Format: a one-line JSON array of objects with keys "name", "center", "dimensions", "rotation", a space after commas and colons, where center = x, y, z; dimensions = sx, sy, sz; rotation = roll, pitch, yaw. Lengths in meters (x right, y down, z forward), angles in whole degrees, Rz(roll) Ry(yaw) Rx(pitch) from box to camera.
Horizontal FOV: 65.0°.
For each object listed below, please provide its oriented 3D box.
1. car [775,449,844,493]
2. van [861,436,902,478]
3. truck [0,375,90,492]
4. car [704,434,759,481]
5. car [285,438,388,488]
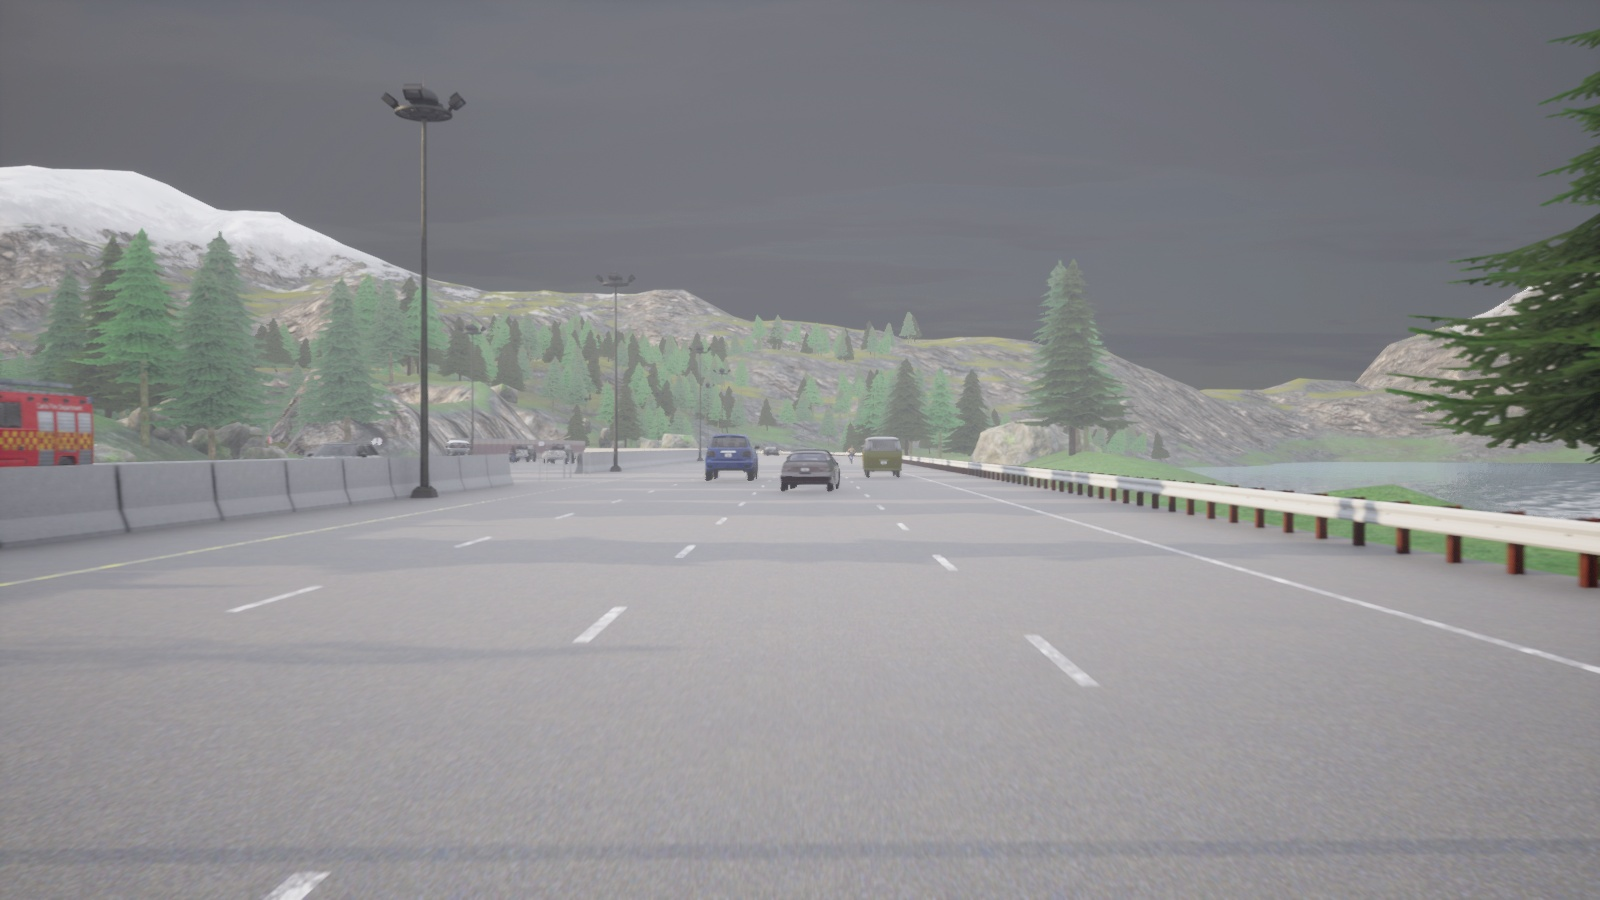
[{"name": "car", "center": [0.391, 0.675, 43.513], "dimensions": [2.033, 1.411, 5.357], "rotation": [0, 0, 4]}, {"name": "van", "center": [3.991, 0.333, 61.827], "dimensions": [1.775, 1.987, 4.442], "rotation": [0, 0, 0]}, {"name": "truck", "center": [-27.676, -0.556, 42.107], "dimensions": [2.891, 3.827, 8.468], "rotation": [0, 0, 1]}, {"name": "car", "center": [-3.051, 0.307, 56.862], "dimensions": [2.150, 2.045, 5.566], "rotation": [0, 0, 0]}, {"name": "car", "center": [-17.138, 0.463, 46.662], "dimensions": [2.097, 1.767, 4.553], "rotation": [0, 0, 1]}]
